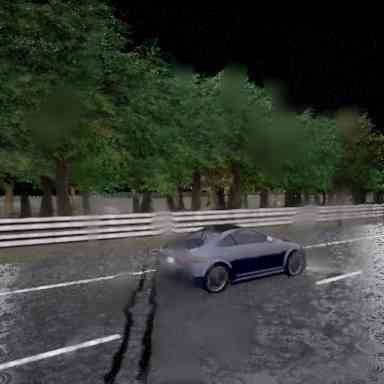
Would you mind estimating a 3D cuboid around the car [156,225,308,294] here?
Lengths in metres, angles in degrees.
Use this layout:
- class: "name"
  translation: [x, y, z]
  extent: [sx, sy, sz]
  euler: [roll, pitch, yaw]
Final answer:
- class: "car"
  translation: [1.163, 1.576, 8.870]
  extent: [4.181, 1.385, 1.994]
  euler: [0, 0, -35]
